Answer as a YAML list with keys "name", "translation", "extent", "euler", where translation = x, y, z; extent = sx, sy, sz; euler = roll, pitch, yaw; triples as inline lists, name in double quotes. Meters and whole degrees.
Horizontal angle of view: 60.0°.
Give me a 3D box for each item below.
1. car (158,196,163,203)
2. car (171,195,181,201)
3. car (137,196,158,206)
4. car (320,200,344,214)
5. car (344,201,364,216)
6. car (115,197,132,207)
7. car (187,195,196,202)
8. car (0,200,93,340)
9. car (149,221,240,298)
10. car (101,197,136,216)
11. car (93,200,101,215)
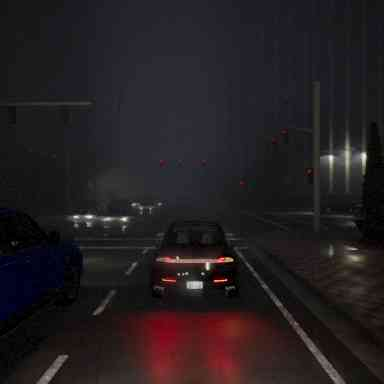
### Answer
- name: "car"
  translation: [-7.124, 1.560, 68.575]
  extent: [1.994, 1.385, 4.181]
  euler: [0, 0, 0]
- name: "car"
  translation: [-3.635, 1.339, 76.097]
  extent: [1.812, 1.442, 4.674]
  euler: [0, 0, 0]
- name: "car"
  translation: [-7.183, 1.501, 54.032]
  extent: [1.837, 1.490, 4.892]
  euler: [0, 1, 0]
- name: "car"
  translation: [15.231, 1.564, 34.946]
  extent: [4.181, 1.385, 1.994]
  euler: [0, 0, -1]
- name: "car"
  translation: [17.479, 1.505, 31.472]
  extent: [4.892, 1.490, 1.837]
  euler: [0, 0, -1]
- name: "car"
  translation: [-10.685, 1.526, 52.097]
  extent: [1.812, 1.442, 4.674]
  euler: [0, 0, 0]
- name: "car"
  translation: [-0.134, 1.429, 75.564]
  extent: [1.837, 1.490, 4.892]
  euler: [0, 0, 0]
- name: "car"
  translation: [-3.451, 1.221, 4.886]
  extent: [2.150, 2.045, 5.566]
  euler: [0, 0, 1]
- name: "car"
  translation: [0.078, 1.492, 8.518]
  extent: [2.128, 1.511, 4.902]
  euler: [0, 0, 1]
- name: "car"
  translation: [-7.159, 1.477, 33.037]
  extent: [1.882, 1.535, 5.008]
  euler: [0, 0, 0]
- name: "car"
  translation: [-10.661, 1.564, 34.145]
  extent: [1.994, 1.385, 4.181]
  euler: [0, 0, 0]
